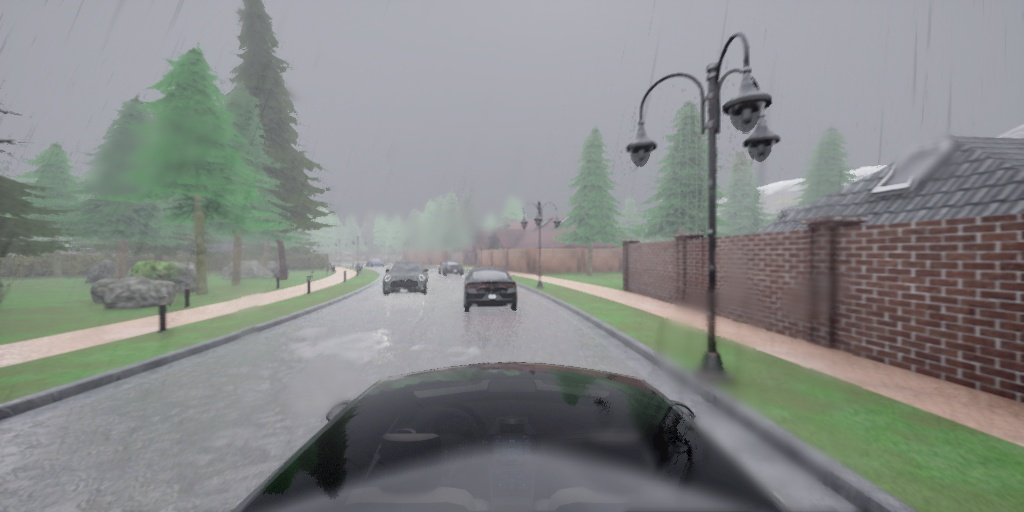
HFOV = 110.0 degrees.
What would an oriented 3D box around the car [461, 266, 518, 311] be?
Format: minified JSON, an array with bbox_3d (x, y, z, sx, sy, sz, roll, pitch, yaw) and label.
[{"bbox_3d":[-0.973,1.168,14.210,1.882,1.535,5.008,0,0,-8],"label":"car"}]

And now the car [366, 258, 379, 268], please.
[{"bbox_3d":[-21.459,1.082,56.290,1.812,1.442,4.674,0,0,-35],"label":"car"}]

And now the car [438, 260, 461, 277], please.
[{"bbox_3d":[-5.821,1.135,34.037,1.812,1.442,4.674,0,0,-19],"label":"car"}]

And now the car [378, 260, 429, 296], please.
[{"bbox_3d":[-5.532,1.036,19.073,2.097,1.767,4.553,0,0,-12],"label":"car"}]
